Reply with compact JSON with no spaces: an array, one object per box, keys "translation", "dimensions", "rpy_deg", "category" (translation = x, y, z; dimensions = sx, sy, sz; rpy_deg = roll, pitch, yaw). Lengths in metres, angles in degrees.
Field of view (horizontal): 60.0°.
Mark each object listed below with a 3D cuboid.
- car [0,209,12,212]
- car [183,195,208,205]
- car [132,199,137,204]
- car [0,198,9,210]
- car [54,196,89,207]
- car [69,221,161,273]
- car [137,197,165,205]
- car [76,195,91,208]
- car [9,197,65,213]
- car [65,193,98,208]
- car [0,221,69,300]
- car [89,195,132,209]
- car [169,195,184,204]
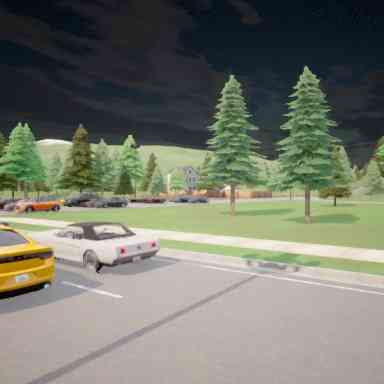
[{"translation":[-10.861,1.601,16.006],"dimensions":[4.718,1.301,1.895],"rpy_deg":[0,0,35],"category":"car"},{"translation":[1.065,1.506,60.614],"dimensions":[1.837,1.490,4.892],"rpy_deg":[0,0,36],"category":"car"},{"translation":[-9.727,1.601,63.614],"dimensions":[1.895,1.301,4.718],"rpy_deg":[0,0,37],"category":"car"},{"translation":[-19.245,1.526,38.758],"dimensions":[1.812,1.442,4.674],"rpy_deg":[0,0,36],"category":"car"},{"translation":[-18.598,1.478,51.517],"dimensions":[1.882,1.535,5.008],"rpy_deg":[0,0,36],"category":"car"},{"translation":[-3.361,1.601,10.673],"dimensions":[4.718,1.301,1.895],"rpy_deg":[0,0,35],"category":"car"},{"translation":[-7.197,1.601,61.172],"dimensions":[1.895,1.301,4.718],"rpy_deg":[0,0,36],"category":"car"},{"translation":[-13.509,1.563,46.620],"dimensions":[1.994,1.385,4.181],"rpy_deg":[0,0,36],"category":"car"},{"translation":[-16.796,1.352,36.163],"dimensions":[2.097,1.767,4.553],"rpy_deg":[0,0,36],"category":"car"},{"translation":[-16.097,1.219,49.009],"dimensions":[2.150,2.045,5.566],"rpy_deg":[0,0,36],"category":"car"},{"translation":[-5.235,1.478,7.708],"dimensions":[5.008,1.535,1.882],"rpy_deg":[0,0,35],"category":"car"},{"translation":[-10.798,1.502,44.399],"dimensions":[1.837,1.490,4.892],"rpy_deg":[0,1,36],"category":"car"},{"translation":[-2.290,1.351,61.955],"dimensions":[2.097,1.767,4.553],"rpy_deg":[0,0,36],"category":"car"}]
